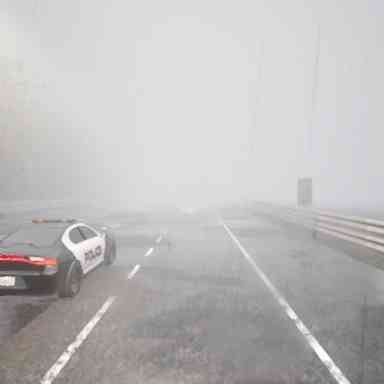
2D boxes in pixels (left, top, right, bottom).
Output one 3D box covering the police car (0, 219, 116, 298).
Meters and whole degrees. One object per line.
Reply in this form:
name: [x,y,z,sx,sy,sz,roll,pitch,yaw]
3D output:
police car: [-3.385,1.468,8.569,2.038,1.542,4.974,0,0,1]
